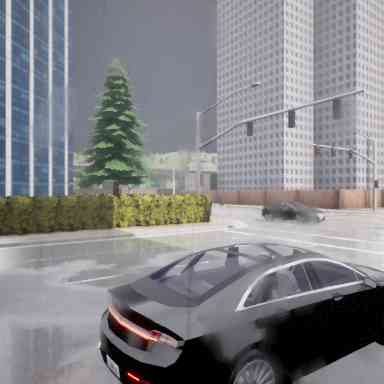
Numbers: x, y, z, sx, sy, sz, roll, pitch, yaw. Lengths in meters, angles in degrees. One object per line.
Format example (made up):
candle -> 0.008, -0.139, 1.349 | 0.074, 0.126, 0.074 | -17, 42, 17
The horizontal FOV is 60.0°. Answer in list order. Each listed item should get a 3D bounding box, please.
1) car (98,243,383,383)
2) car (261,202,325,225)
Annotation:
car -> 1.207, 1.492, 4.667 | 4.902, 1.511, 2.128 | 0, 0, -35
car -> 7.255, 1.493, 24.265 | 2.128, 1.511, 4.902 | 0, 0, -35
